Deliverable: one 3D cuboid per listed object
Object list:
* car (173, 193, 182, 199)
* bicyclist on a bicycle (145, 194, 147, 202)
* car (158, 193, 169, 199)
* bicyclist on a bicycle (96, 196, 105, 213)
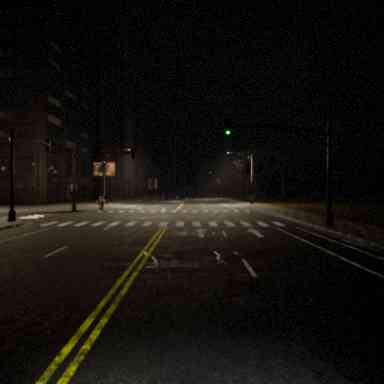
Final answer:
[{"bbox_3d":[-3.249,0.888,75.801,2.128,1.511,4.902,0,0,0],"label":"car"},{"bbox_3d":[-8.749,1.181,63.340,0.582,1.620,1.656,0,0,0],"label":"bicyclist on a bicycle"},{"bbox_3d":[-6.499,0.887,75.801,1.812,1.442,4.674,0,0,0],"label":"car"},{"bbox_3d":[-8.764,1.158,32.035,0.866,1.612,1.509,0,0,0],"label":"bicyclist on a bicycle"}]
